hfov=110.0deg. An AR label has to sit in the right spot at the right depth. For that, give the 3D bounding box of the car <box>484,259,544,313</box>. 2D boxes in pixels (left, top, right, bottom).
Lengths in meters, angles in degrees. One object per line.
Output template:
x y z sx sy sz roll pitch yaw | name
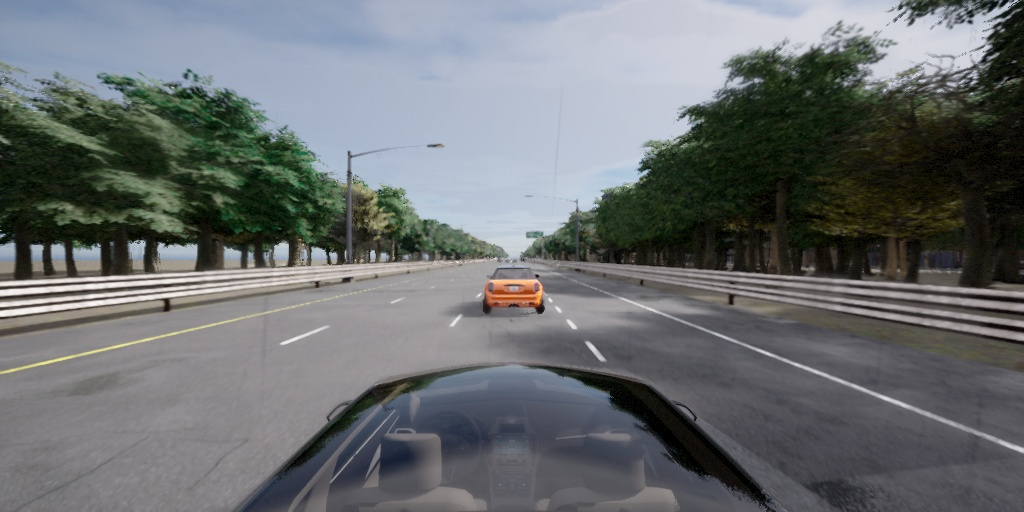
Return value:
0.056 1.132 14.318 2.097 1.767 4.553 0 0 0 | car
